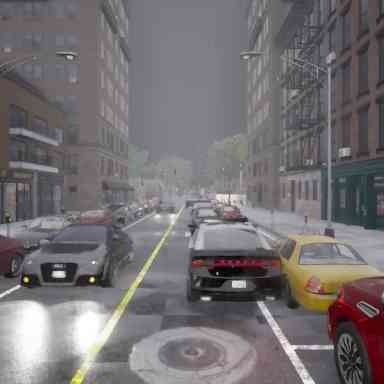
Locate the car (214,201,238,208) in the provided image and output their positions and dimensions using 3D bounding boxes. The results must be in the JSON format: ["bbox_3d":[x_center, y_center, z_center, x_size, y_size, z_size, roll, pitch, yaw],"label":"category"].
[{"bbox_3d":[2.663,1.583,24.059,1.802,1.307,4.206,0,0,0],"label":"car"}]

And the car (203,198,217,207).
[{"bbox_3d":[2.689,1.585,51.650,1.947,1.339,4.313,0,0,0],"label":"car"}]

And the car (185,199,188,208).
[{"bbox_3d":[0.072,1.493,47.125,1.882,1.535,5.008,0,0,1],"label":"car"}]

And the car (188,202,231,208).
[{"bbox_3d":[0.844,1.526,18.355,1.812,1.442,4.674,0,0,0],"label":"car"}]

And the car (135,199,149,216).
[{"bbox_3d":[-5.357,1.553,29.581,2.008,1.369,4.403,0,0,0],"label":"car"}]

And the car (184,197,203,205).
[{"bbox_3d":[0.361,1.590,59.775,1.994,1.385,4.181,0,0,23],"label":"car"}]

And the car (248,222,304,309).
[{"bbox_3d":[2.642,1.525,7.672,1.752,1.417,4.829,0,0,0],"label":"car"}]

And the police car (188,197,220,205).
[{"bbox_3d":[0.850,1.426,24.465,1.930,1.638,5.238,0,0,0],"label":"police car"}]

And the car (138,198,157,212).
[{"bbox_3d":[-5.347,1.535,40.449,1.752,1.417,4.829,0,0,0],"label":"car"}]

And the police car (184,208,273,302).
[{"bbox_3d":[0.834,1.425,8.465,1.930,1.638,5.238,0,0,0],"label":"police car"}]

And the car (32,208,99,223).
[{"bbox_3d":[-5.373,1.551,13.025,2.008,1.369,4.403,0,0,0],"label":"car"}]

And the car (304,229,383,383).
[{"bbox_3d":[2.641,1.315,1.986,2.192,1.841,5.009,0,0,0],"label":"car"}]

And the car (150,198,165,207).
[{"bbox_3d":[-5.336,1.601,51.657,1.802,1.307,4.206,0,0,0],"label":"car"}]

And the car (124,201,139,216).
[{"bbox_3d":[-5.362,1.567,24.063,1.947,1.339,4.313,0,0,0],"label":"car"}]

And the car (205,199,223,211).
[{"bbox_3d":[2.678,1.554,40.614,1.887,1.381,4.507,0,0,0],"label":"car"}]

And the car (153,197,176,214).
[{"bbox_3d":[-2.712,1.510,35.186,1.837,1.490,4.892,0,0,0],"label":"car"}]

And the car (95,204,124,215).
[{"bbox_3d":[-5.368,1.545,18.544,1.887,1.381,4.507,0,0,0],"label":"car"}]

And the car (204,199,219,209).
[{"bbox_3d":[2.684,1.596,46.132,1.802,1.307,4.206,0,0,0],"label":"car"}]

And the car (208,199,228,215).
[{"bbox_3d":[2.673,1.531,35.266,1.752,1.417,4.829,0,0,0],"label":"car"}]

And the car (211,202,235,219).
[{"bbox_3d":[2.668,1.584,29.577,1.802,1.307,4.206,0,0,0],"label":"car"}]

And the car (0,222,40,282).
[{"bbox_3d":[-5.379,1.582,7.506,1.802,1.307,4.206,0,0,0],"label":"car"}]

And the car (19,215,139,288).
[{"bbox_3d":[-2.841,1.564,9.089,1.994,1.385,4.181,0,0,0],"label":"car"}]

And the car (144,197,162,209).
[{"bbox_3d":[-5.341,1.454,46.138,1.967,1.590,4.097,0,0,0],"label":"car"}]

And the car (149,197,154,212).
[{"bbox_3d":[-5.352,1.446,35.100,1.967,1.590,4.097,0,0,0],"label":"car"}]
